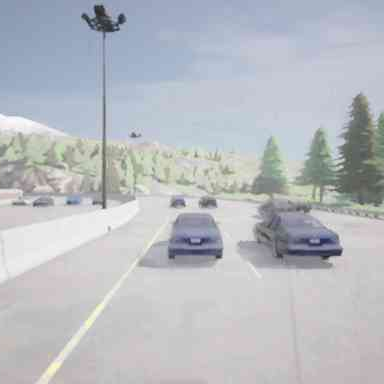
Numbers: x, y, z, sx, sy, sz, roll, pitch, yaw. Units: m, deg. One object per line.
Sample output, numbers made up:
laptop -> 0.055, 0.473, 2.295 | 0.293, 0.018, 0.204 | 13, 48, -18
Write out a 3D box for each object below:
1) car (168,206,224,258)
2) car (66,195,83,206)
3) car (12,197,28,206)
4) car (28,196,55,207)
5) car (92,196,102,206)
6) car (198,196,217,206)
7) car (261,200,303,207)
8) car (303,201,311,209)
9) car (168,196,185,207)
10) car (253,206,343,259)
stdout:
car -> 0.106, 1.475, 12.371 | 2.033, 1.411, 5.357 | 0, 0, 0
car -> -17.252, 1.191, 48.917 | 1.882, 1.535, 5.008 | 0, 0, -12
car -> -24.083, 1.323, 47.462 | 1.895, 1.301, 4.718 | 0, 0, -12
car -> -20.023, 1.283, 45.131 | 2.033, 1.411, 5.357 | 0, 0, -10
car -> -13.778, 1.258, 49.556 | 2.033, 1.411, 5.357 | 0, 0, -11
car -> 1.927, 1.259, 42.504 | 1.837, 1.490, 4.892 | 1, 1, -8
car -> 6.890, 1.389, 27.288 | 2.033, 1.411, 5.357 | 0, 0, -3
car -> 9.995, 1.409, 33.097 | 1.895, 1.301, 4.718 | 0, 0, -5
car -> -2.061, 1.262, 45.233 | 1.812, 1.442, 4.674 | 0, 0, -10
car -> 3.604, 1.476, 12.269 | 2.033, 1.411, 5.357 | 0, 0, 0
